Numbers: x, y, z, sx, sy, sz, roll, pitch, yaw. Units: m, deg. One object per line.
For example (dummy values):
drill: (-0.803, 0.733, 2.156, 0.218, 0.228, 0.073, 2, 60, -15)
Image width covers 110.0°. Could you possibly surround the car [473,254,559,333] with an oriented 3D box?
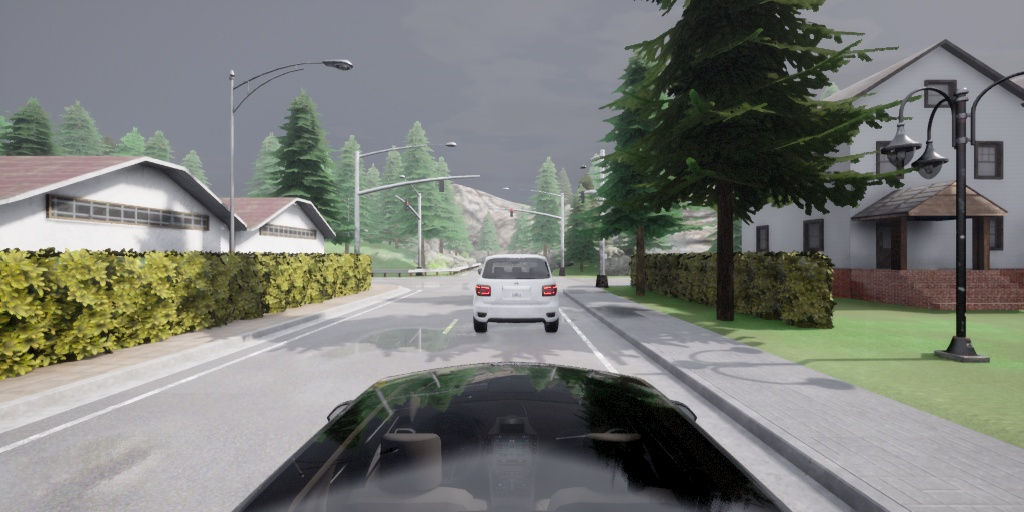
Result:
car: (0.106, 0.971, 10.912, 2.150, 2.045, 5.566, 0, 0, 0)
